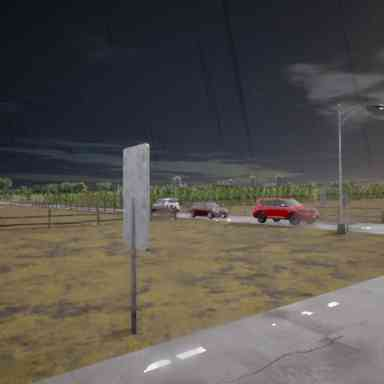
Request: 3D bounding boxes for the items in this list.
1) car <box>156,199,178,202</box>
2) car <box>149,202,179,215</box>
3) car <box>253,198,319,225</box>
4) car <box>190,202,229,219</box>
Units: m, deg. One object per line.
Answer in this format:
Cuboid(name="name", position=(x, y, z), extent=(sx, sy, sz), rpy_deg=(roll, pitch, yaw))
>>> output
Cuboid(name="car", position=(-4.013, 1.971, 47.910), extent=(2.150, 2.045, 5.566), rpy_deg=(0, -1, -36))
Cuboid(name="car", position=(-3.818, 2.268, 42.617), extent=(1.895, 1.301, 4.718), rpy_deg=(0, -1, -36))
Cuboid(name="car", position=(7.446, 1.517, 26.990), extent=(2.150, 2.045, 5.566), rpy_deg=(0, -1, -36))
Cuboid(name="car", position=(1.773, 1.833, 34.862), extent=(2.097, 1.767, 4.553), rpy_deg=(0, -1, -36))
